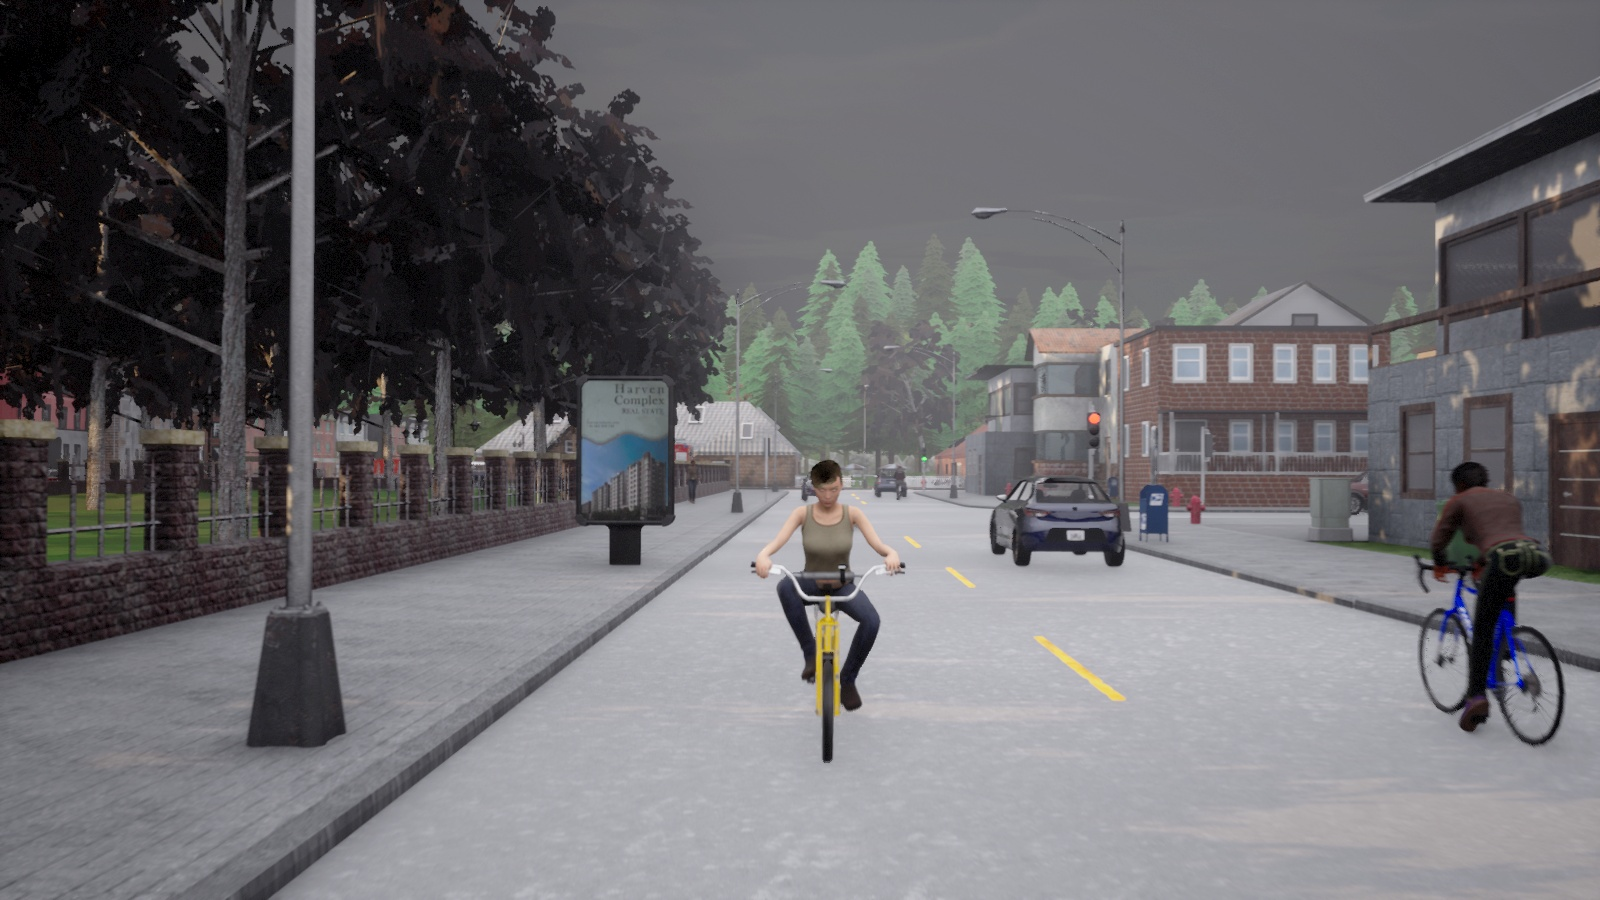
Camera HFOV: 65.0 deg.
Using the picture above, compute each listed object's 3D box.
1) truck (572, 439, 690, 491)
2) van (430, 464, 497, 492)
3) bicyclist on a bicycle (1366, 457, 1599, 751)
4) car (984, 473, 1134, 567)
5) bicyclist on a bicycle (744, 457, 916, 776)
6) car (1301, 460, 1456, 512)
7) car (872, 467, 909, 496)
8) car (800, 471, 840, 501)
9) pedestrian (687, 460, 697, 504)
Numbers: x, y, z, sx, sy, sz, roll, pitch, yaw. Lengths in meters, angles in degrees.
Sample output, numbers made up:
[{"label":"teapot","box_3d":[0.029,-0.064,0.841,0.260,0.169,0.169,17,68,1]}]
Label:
[{"label":"truck","box_3d":[-12.626,1.134,94.347,8.468,3.827,2.891,0,-1,1]},{"label":"van","box_3d":[-25.346,2.081,94.636,4.480,2.038,2.069,0,-1,4]},{"label":"bicyclist on a bicycle","box_3d":[4.169,0.866,7.771,0.582,1.620,1.656,0,-1,1]},{"label":"car","box_3d":[4.387,1.141,21.875,1.816,1.474,4.193,0,-1,1]},{"label":"bicyclist on a bicycle","box_3d":[0.160,0.856,7.133,0.866,1.612,1.509,0,-1,1]},{"label":"car","box_3d":[20.567,1.269,44.835,4.553,1.767,2.097,0,-1,2]},{"label":"car","box_3d":[5.174,1.790,72.341,1.851,1.617,3.988,0,-1,1]},{"label":"car","box_3d":[0.957,1.781,63.100,1.816,1.474,4.193,0,-1,-2]},{"label":"pedestrian","box_3d":[-4.443,1.327,51.750,0.328,1.805,0.869,0,-1,1]}]
